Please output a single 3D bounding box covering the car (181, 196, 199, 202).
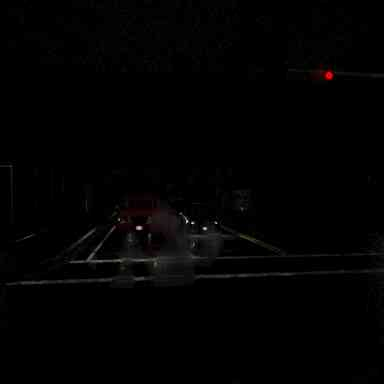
[{"bbox_3d":[0.005,1.606,47.146,2.033,1.411,5.357,0,0,-8],"label":"car"}]

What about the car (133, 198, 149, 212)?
[{"bbox_3d":[-6.293,1.529,41.137,1.882,1.535,5.008,0,0,-8],"label":"car"}]

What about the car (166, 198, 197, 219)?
[{"bbox_3d":[-1.069,1.572,29.916,1.812,1.442,4.674,0,0,-9],"label":"car"}]

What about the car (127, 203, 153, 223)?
[{"bbox_3d":[-4.233,1.643,27.294,1.895,1.301,4.718,0,0,-8],"label":"car"}]

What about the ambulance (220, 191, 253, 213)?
[{"bbox_3d":[4.865,1.086,38.082,2.351,2.431,6.366,0,0,-9],"label":"ambulance"}]

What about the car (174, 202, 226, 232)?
[{"bbox_3d":[0.308,1.587,20.621,2.033,1.411,5.357,0,0,-9],"label":"car"}]

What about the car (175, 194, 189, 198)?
[{"bbox_3d":[-1.578,1.287,57.402,2.150,2.045,5.566,0,0,-9],"label":"car"}]

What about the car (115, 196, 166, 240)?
[{"bbox_3d":[-2.778,1.258,17.615,2.150,2.045,5.566,0,0,-9],"label":"car"}]
